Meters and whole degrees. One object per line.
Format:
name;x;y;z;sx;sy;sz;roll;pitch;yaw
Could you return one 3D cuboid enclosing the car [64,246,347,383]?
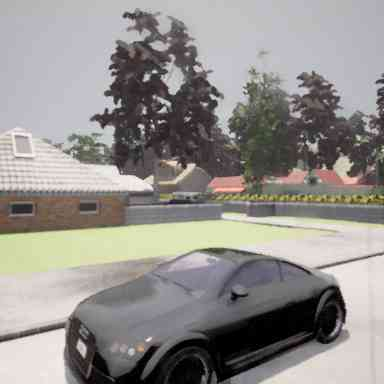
car;0.391;1.563;4.880;4.181;1.385;1.994;0;0;-35
